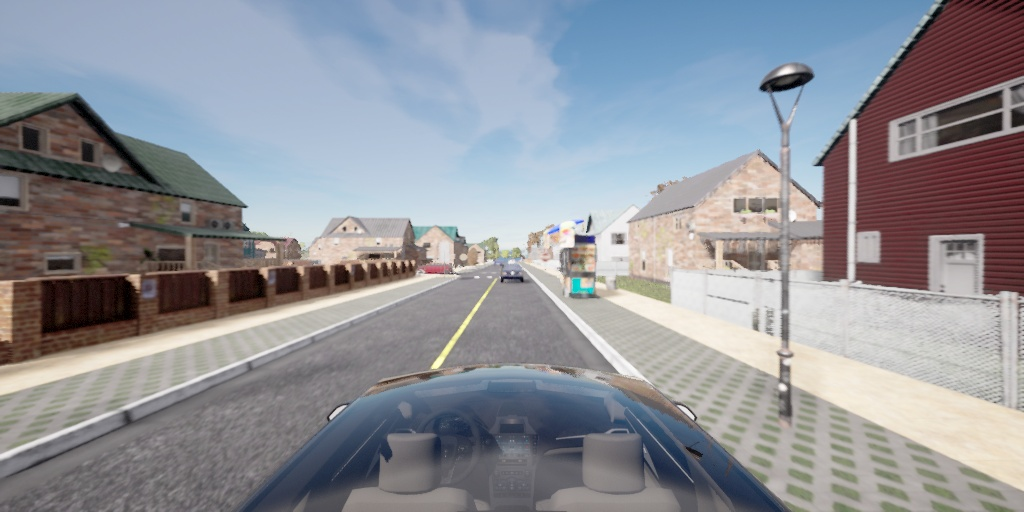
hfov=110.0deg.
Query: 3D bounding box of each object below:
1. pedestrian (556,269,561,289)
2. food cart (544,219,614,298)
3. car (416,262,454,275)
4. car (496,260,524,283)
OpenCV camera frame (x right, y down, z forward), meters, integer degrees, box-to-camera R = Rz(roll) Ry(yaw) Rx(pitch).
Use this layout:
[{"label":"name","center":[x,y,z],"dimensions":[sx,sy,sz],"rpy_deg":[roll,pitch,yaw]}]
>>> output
[{"label":"pedestrian","center":[2.745,0.890,20.040],"dimensions":[0.375,1.860,0.375],"rpy_deg":[-1,1,0]},{"label":"food cart","center":[3.011,0.211,17.220],"dimensions":[2.280,3.560,4.660],"rpy_deg":[0,0,0]},{"label":"car","center":[-8.494,1.345,39.109],"dimensions":[4.181,1.385,1.994],"rpy_deg":[0,1,-6]},{"label":"car","center":[-0.029,1.307,28.438],"dimensions":[2.033,1.411,5.357],"rpy_deg":[0,0,-2]}]
